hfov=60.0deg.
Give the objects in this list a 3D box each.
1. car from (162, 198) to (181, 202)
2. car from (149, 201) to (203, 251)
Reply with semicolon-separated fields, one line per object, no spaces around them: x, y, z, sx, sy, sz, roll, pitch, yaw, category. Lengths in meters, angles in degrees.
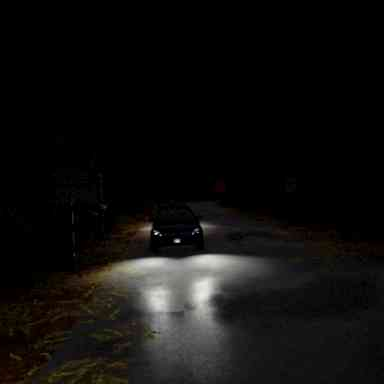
-1.449;1.218;23.998;1.882;1.535;5.008;-2;1;-4;car
-0.660;1.312;13.258;1.812;1.442;4.674;-2;1;-4;car
